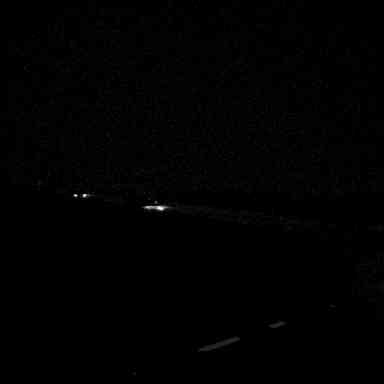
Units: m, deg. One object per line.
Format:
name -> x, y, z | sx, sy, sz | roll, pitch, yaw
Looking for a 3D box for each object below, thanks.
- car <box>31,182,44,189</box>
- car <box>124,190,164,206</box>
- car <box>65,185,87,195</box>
car -> -38.843, -1.546, 84.505 | 1.812, 1.442, 4.674 | 0, 1, -36
car -> -4.808, 0.474, 32.384 | 2.033, 1.411, 5.357 | 0, 2, -36
car -> -17.629, -0.398, 50.342 | 2.033, 1.411, 5.357 | 0, 2, -36
